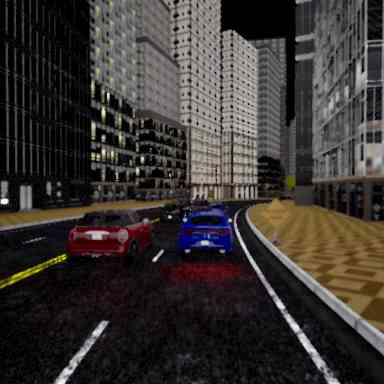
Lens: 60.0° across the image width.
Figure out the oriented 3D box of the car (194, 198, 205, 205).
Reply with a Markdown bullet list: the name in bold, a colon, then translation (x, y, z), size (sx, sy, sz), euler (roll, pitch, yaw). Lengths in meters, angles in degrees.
- **car**: translation (1.461, 1.803, 58.755), size (1.994, 1.385, 4.181), euler (0, 0, 15)

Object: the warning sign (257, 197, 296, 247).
- **warning sign**: translation (3.388, 1.169, 13.474), size (1.300, 1.860, 1.060), euler (1, 1, 4)

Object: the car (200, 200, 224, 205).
- **car**: translation (2.014, 1.632, 27.530), size (1.812, 1.442, 4.674), euler (0, 0, 8)

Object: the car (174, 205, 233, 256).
- **car**: translation (0.611, 1.525, 13.414), size (1.882, 1.535, 5.008), euler (0, 0, 4)

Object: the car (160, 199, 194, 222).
- **car**: translation (-1.316, 1.601, 27.189), size (1.837, 1.490, 4.892), euler (0, 0, 8)

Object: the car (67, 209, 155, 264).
- **car**: translation (-2.733, 1.389, 12.237), size (2.097, 1.767, 4.553), euler (0, 0, 4)
